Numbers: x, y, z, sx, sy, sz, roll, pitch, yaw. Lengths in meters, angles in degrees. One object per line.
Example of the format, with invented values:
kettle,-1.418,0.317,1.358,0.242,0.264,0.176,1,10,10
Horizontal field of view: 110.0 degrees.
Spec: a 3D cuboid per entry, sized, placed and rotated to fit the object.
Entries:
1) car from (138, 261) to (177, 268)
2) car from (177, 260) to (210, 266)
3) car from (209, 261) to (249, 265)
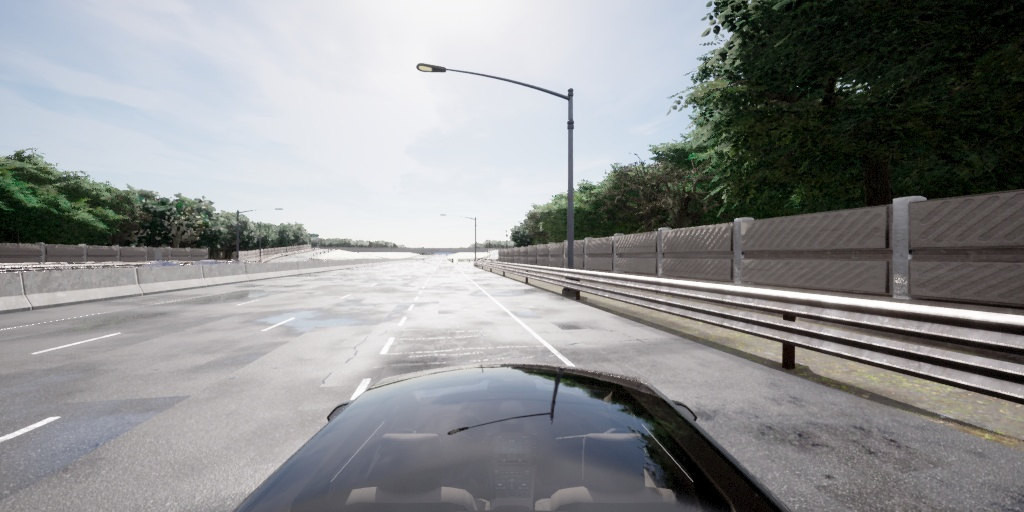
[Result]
car,-39.299,1.305,40.025,1.812,1.442,4.674,0,0,-11
car,-36.127,1.260,42.098,1.882,1.535,5.008,0,0,-11
car,-32.622,1.331,42.378,2.033,1.411,5.357,0,0,-11
